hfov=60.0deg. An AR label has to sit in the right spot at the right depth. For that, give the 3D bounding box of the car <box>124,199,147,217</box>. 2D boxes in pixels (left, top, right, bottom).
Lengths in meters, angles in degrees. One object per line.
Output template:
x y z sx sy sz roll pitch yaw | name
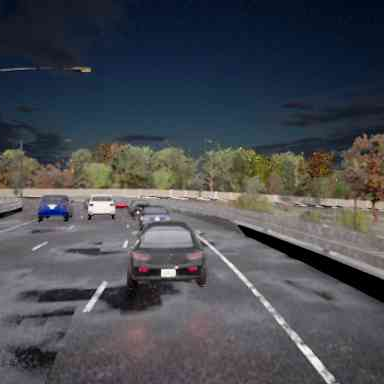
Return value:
-5.054 1.482 31.685 1.837 1.490 4.892 0 0 -17 | car

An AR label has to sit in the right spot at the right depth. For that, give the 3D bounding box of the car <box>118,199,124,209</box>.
-9.462 1.534 43.662 1.994 1.385 4.181 0 0 -23 | car

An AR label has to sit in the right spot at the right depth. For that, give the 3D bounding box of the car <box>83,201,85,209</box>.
-13.118 1.521 43.372 2.033 1.411 5.357 0 0 -23 | car

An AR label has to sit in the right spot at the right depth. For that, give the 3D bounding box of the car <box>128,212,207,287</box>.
-0.693 1.518 9.208 1.812 1.442 4.674 0 0 -5 | car

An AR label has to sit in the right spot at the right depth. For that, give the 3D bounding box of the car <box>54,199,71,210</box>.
-16.804 1.579 43.016 1.895 1.301 4.718 0 0 -24 | car

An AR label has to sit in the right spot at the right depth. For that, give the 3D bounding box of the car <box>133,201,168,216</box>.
-2.361 1.531 20.588 2.033 1.411 5.357 0 0 -11 | car

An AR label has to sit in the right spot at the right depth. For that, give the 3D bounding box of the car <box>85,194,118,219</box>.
-7.941 1.204 29.236 2.150 2.045 5.566 0 0 -15 | car

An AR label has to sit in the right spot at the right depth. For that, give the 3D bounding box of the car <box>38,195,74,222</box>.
-10.853 1.210 26.729 2.150 2.045 5.566 0 0 -15 | car
